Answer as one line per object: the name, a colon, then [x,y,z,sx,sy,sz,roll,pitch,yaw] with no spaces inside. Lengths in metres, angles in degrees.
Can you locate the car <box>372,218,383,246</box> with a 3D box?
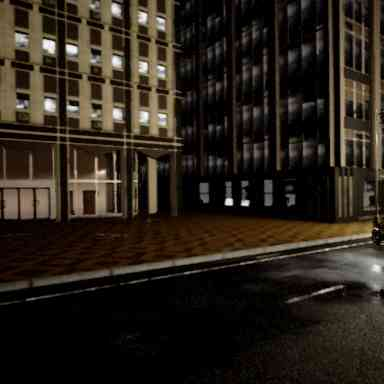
car: [9.652,1.514,14.310,4.902,1.511,2.128,0,0,-35]
